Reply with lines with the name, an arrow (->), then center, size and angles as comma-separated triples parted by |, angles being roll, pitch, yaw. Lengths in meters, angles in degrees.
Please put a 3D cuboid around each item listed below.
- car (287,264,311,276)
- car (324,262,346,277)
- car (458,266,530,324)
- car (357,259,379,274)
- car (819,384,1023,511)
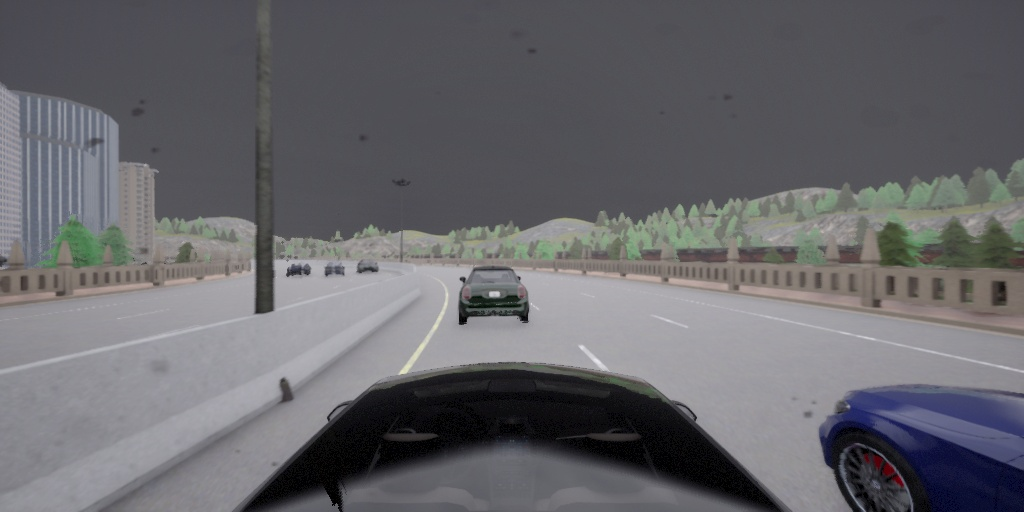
car -> -22.892, 1.459, 38.649 | 1.895, 1.301, 4.718 | 0, 0, -26
car -> -18.682, 1.387, 37.940 | 2.033, 1.411, 5.357 | 0, 0, -24
car -> -0.721, 1.108, 12.299 | 2.097, 1.767, 4.553 | 0, 0, -6
car -> -17.281, 1.185, 42.977 | 2.097, 1.767, 4.553 | 0, 0, -27
car -> 3.466, 1.260, 1.015 | 1.812, 1.442, 4.674 | 0, 0, 1
